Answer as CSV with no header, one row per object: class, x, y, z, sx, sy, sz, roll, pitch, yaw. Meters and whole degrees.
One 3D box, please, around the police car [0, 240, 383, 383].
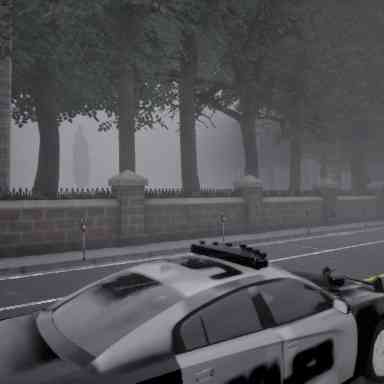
police car,0.511,1.424,3.797,5.238,1.638,1.930,0,0,-35
